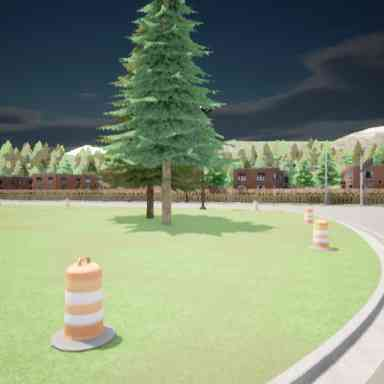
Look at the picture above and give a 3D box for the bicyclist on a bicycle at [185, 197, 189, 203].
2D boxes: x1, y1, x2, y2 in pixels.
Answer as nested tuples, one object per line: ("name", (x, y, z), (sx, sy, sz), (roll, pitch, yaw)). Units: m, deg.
("bicyclist on a bicycle", (-0.943, 1.272, 61.529), (0.582, 1.620, 1.656), (0, 0, 21))
